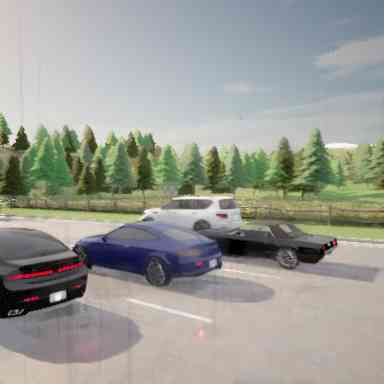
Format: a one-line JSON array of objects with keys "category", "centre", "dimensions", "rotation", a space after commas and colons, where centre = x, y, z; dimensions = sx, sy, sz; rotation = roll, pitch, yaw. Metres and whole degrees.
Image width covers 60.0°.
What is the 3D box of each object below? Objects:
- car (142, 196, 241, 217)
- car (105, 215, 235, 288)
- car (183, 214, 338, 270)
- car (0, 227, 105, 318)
[{"category": "car", "centre": [-0.152, 1.227, 16.991], "dimensions": [5.566, 2.045, 2.150], "rotation": [0, 0, 35]}, {"category": "car", "centre": [-1.369, 1.529, 9.263], "dimensions": [4.674, 1.442, 1.812], "rotation": [0, 0, 35]}, {"category": "car", "centre": [2.145, 1.604, 11.056], "dimensions": [4.718, 1.301, 1.895], "rotation": [0, 0, 35]}, {"category": "car", "centre": [-4.224, 1.509, 7.000], "dimensions": [4.892, 1.490, 1.837], "rotation": [0, 0, 35]}]
